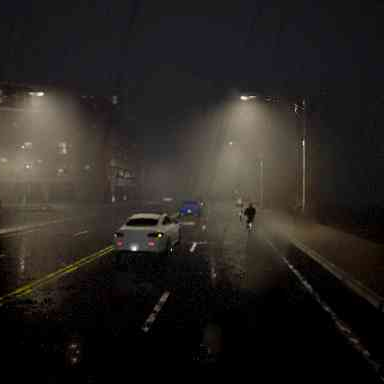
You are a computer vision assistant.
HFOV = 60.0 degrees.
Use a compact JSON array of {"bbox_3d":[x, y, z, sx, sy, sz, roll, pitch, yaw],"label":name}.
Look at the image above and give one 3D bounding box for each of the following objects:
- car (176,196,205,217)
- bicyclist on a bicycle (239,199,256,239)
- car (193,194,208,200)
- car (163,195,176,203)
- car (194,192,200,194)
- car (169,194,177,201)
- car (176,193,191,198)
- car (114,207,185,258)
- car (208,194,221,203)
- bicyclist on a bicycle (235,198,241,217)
[{"bbox_3d":[-0.041,1.457,30.557,1.882,1.535,5.008,0,0,4],"label":"car"},{"bbox_3d":[2.845,1.361,16.374,0.659,1.776,1.843,0,0,5],"label":"bicyclist on a bicycle"},{"bbox_3d":[1.051,1.488,48.992,1.812,1.442,4.674,0,0,3],"label":"car"},{"bbox_3d":[-4.912,1.542,68.479,1.895,1.301,4.718,0,0,1],"label":"car"},{"bbox_3d":[1.618,1.455,91.505,1.994,1.385,4.181,0,0,-1],"label":"car"},{"bbox_3d":[-4.812,1.400,84.751,1.882,1.535,5.008,0,0,0],"label":"car"},{"bbox_3d":[-1.659,1.484,68.575,2.033,1.411,5.357,0,0,1],"label":"car"},{"bbox_3d":[-1.571,1.519,12.710,1.812,1.442,4.674,0,0,6],"label":"car"},{"bbox_3d":[4.937,1.440,69.483,1.837,1.490,4.892,0,0,1],"label":"car"},{"bbox_3d":[3.624,1.353,25.416,0.659,1.776,1.843,0,0,5],"label":"bicyclist on a bicycle"}]
